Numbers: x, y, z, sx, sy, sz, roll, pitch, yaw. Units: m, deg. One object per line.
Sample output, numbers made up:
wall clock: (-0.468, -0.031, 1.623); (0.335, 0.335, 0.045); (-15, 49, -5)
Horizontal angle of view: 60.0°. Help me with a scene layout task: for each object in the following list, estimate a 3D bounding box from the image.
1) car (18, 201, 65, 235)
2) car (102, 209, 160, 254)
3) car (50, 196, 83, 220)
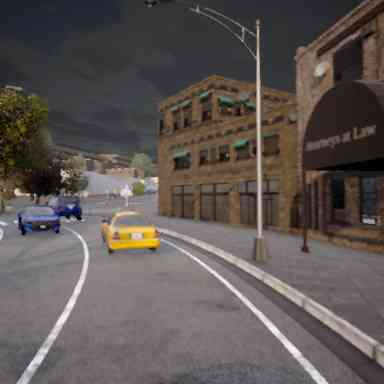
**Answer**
car: (-8.805, 1.509, 19.077); (1.882, 1.535, 5.008); (0, -1, -30)
car: (-2.660, 1.455, 13.638); (1.801, 1.575, 5.366); (0, 0, -19)
car: (-11.098, 1.368, 28.504); (2.150, 2.045, 5.566); (0, -1, -34)
